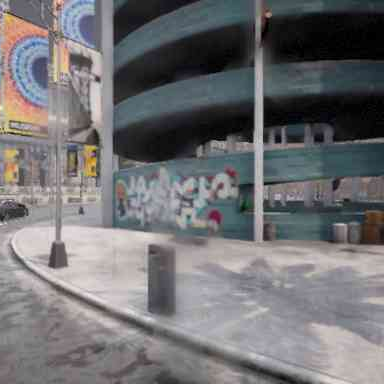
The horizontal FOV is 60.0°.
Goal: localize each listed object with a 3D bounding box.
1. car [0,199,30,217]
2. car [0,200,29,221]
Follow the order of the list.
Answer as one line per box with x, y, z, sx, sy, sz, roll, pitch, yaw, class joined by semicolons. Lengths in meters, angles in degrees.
-18.188;1.470;32.363;2.128;1.511;4.902;0;0;5;car
-15.121;1.530;26.687;2.033;1.411;5.357;0;0;-2;car
